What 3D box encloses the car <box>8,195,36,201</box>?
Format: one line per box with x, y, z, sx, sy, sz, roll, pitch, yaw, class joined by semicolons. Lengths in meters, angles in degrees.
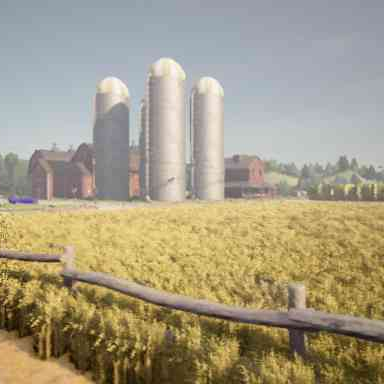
-29.985;1.410;59.027;2.242;1.667;4.611;0;0;39;car
